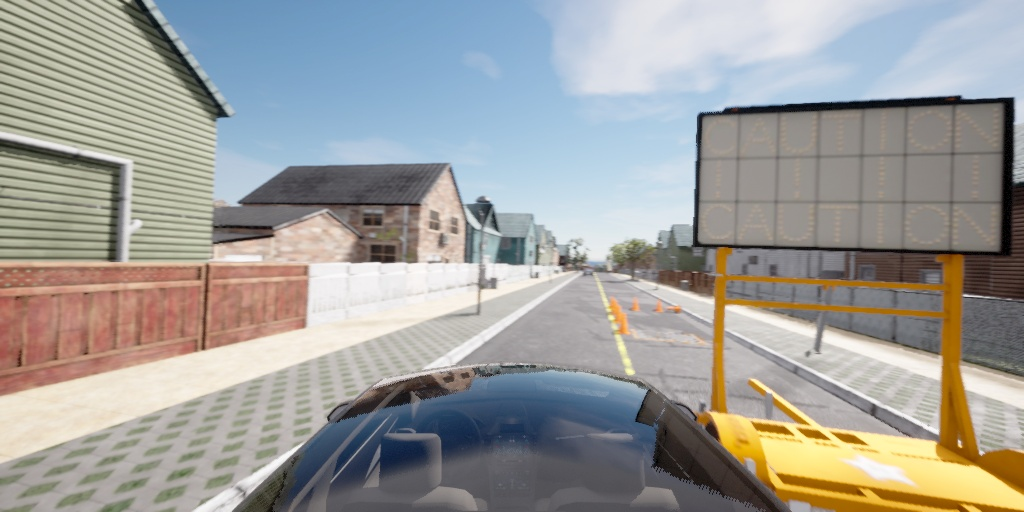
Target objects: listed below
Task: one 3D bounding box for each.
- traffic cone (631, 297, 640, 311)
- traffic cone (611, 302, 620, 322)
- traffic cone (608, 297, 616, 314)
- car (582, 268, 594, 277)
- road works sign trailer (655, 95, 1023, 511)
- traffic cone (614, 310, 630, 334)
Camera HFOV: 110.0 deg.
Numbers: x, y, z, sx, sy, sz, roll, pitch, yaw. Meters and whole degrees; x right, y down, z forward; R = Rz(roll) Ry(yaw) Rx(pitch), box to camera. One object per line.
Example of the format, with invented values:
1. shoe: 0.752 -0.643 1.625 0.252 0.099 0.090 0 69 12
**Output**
1. traffic cone: 5.540 2.142 16.129 0.340 0.580 0.340 0 0 13
2. traffic cone: 3.693 2.009 12.445 0.340 0.580 0.340 0 0 13
3. traffic cone: 4.129 2.056 14.396 0.340 0.580 0.340 0 0 13
4. car: 13.375 2.865 62.883 2.128 1.511 4.902 2 -1 13
5. road works sign trailer: 2.880 0.359 3.434 2.380 3.560 2.880 0 0 13
6. traffic cone: 3.257 1.963 10.494 0.340 0.580 0.340 0 0 13
